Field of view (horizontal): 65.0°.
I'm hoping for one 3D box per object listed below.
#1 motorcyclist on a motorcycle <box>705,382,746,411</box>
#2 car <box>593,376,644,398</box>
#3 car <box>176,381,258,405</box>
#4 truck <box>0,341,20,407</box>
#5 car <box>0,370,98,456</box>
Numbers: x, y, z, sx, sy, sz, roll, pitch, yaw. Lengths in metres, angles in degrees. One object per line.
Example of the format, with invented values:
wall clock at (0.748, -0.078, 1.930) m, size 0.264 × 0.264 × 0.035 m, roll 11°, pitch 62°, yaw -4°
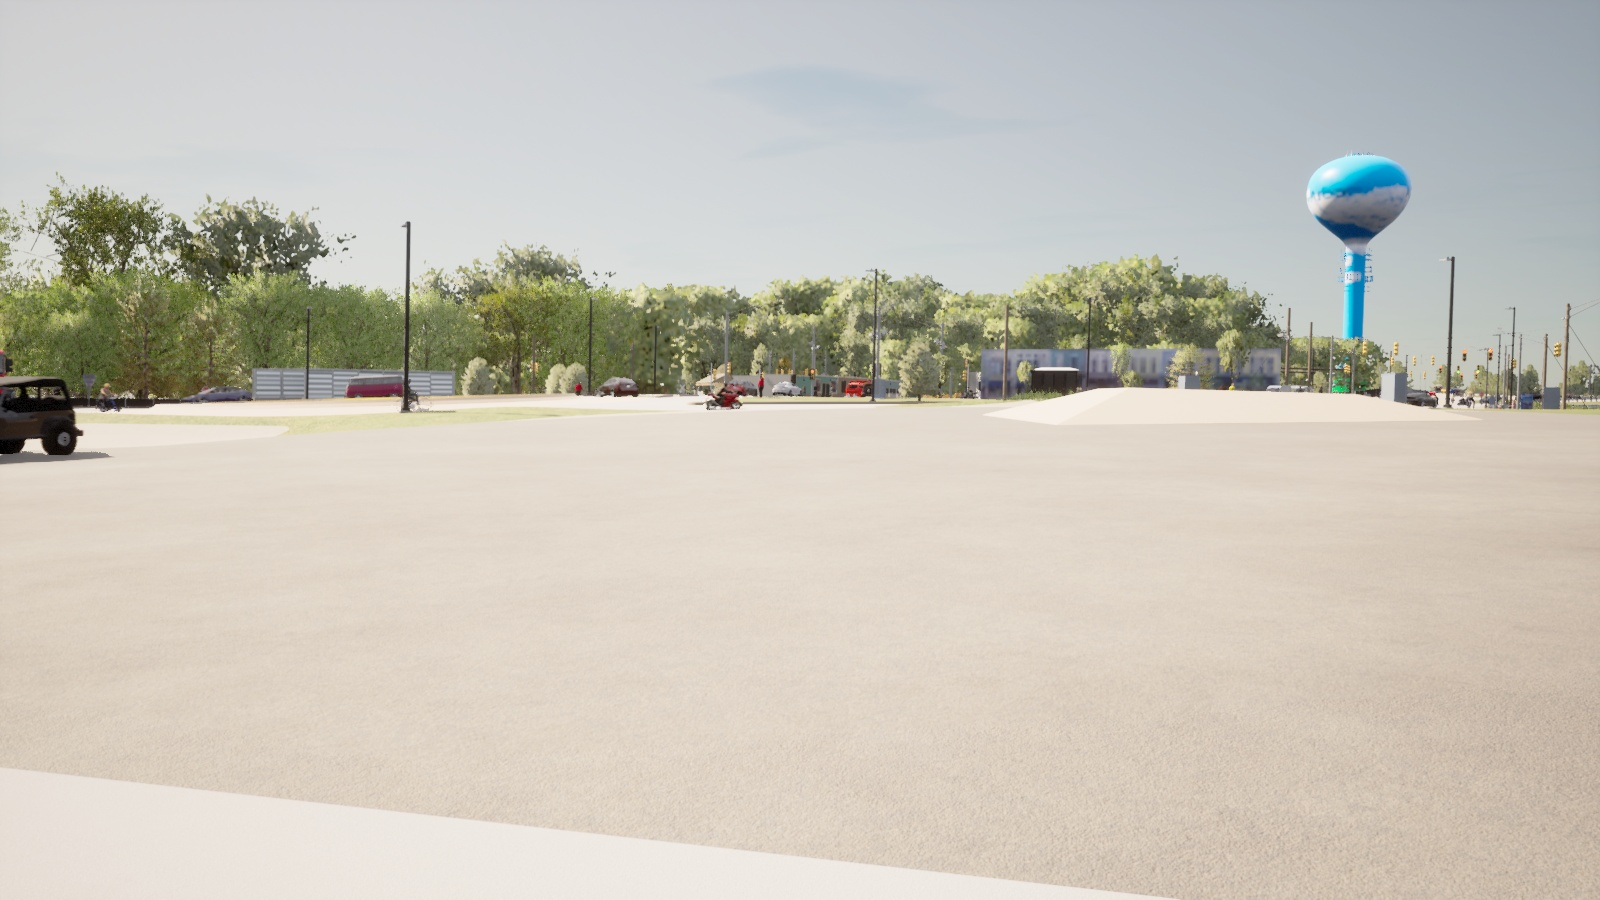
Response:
motorcyclist on a motorcycle at (-4.034, -2.898, 67.603) m, size 2.044 × 1.523 × 0.797 m, roll -1°, pitch 6°, yaw -22°
car at (-13.793, -4.776, 95.076) m, size 2.163 × 1.488 × 4.792 m, roll 1°, pitch 1°, yaw -30°
car at (-41.479, -4.070, 89.458) m, size 2.163 × 1.488 × 4.792 m, roll -4°, pitch 1°, yaw 37°
truck at (-44.618, -4.138, 68.540) m, size 2.891 × 3.462 × 7.936 m, roll 0°, pitch 2°, yaw -28°
car at (-18.695, -0.888, 29.193) m, size 1.905 × 1.878 × 3.866 m, roll 2°, pitch 5°, yaw 16°
